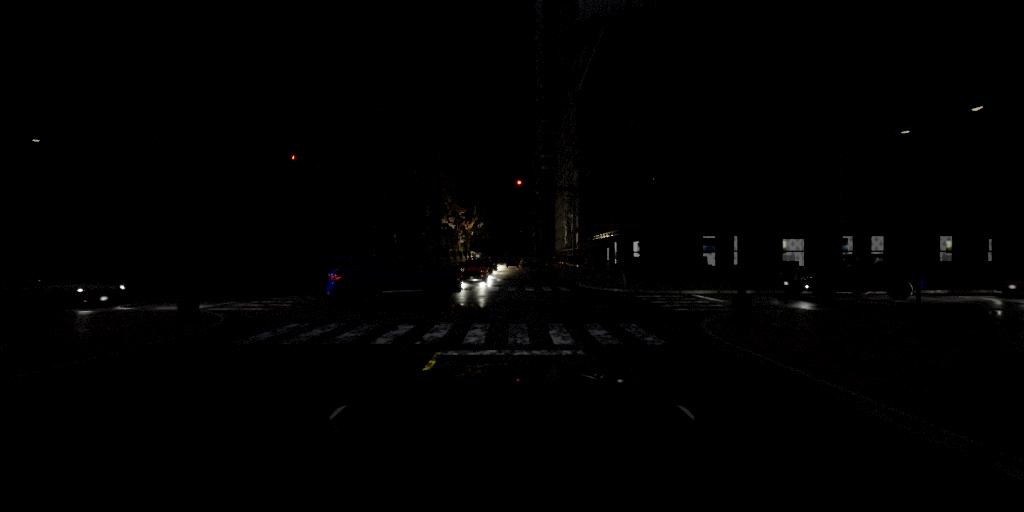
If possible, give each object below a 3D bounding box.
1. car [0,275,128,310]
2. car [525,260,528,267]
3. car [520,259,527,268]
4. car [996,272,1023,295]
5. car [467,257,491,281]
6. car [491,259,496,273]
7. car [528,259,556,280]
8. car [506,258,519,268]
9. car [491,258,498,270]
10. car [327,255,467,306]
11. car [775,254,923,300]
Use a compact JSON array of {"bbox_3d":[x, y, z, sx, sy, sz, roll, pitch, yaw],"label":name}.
[{"bbox_3d":[-18.513,1.394,14.368,4.718,1.301,1.895,0,0,1],"label":"car"},{"bbox_3d":[2.664,1.318,36.516,1.948,1.339,4.313,0,0,0],"label":"car"},{"bbox_3d":[2.647,1.315,59.241,1.948,1.339,4.313,0,0,0],"label":"car"},{"bbox_3d":[25.776,1.164,16.667,4.902,1.511,2.128,0,0,1],"label":"car"},{"bbox_3d":[-3.121,1.104,30.007,2.097,1.767,4.553,0,0,0],"label":"car"},{"bbox_3d":[-3.127,1.353,39.794,1.895,1.301,4.718,0,0,0],"label":"car"},{"bbox_3d":[2.669,1.192,30.835,1.967,1.591,4.097,0,0,0],"label":"car"},{"bbox_3d":[0.059,1.099,61.940,2.097,1.767,4.553,0,0,0],"label":"car"},{"bbox_3d":[-3.124,1.105,49.770,2.097,1.767,4.553,0,0,0],"label":"car"},{"bbox_3d":[-5.098,0.984,15.915,5.566,2.045,2.150,0,0,-27],"label":"car"},{"bbox_3d":[15.700,0.925,16.873,5.566,2.045,2.150,0,0,1],"label":"car"}]
